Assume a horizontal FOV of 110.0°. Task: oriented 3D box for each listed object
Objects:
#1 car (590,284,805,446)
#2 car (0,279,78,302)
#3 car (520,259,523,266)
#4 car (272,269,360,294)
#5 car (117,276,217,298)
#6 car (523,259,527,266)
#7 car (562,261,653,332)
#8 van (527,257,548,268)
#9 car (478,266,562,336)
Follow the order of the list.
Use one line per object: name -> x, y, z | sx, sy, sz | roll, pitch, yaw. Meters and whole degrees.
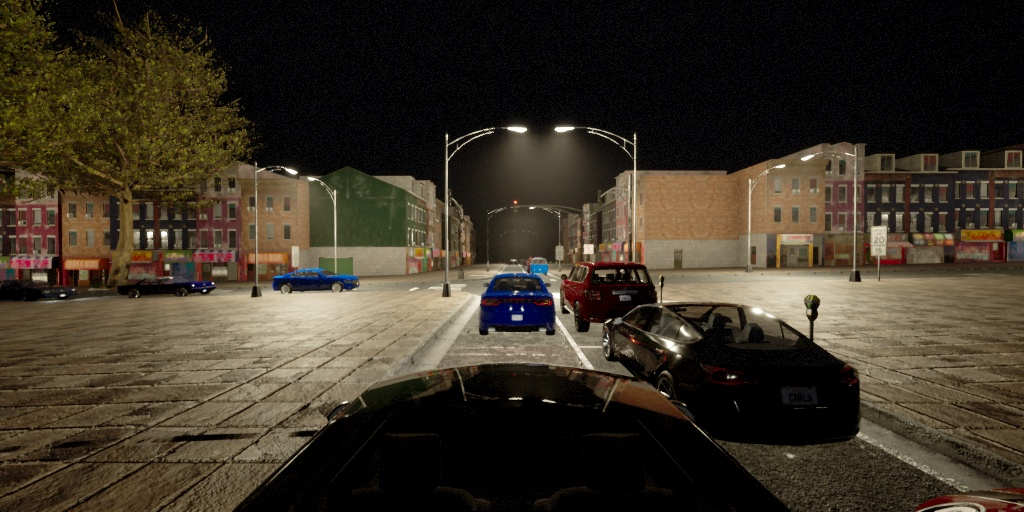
car -> 2.648, 1.315, 5.356 | 1.948, 1.339, 4.313 | 0, 0, 0
car -> -30.964, 2.180, 22.613 | 5.357, 1.411, 2.033 | -2, 1, 1
car -> 2.877, 1.358, 64.150 | 2.007, 1.370, 4.403 | 0, 0, 0
car -> -12.234, 1.542, 22.547 | 5.008, 1.535, 1.882 | -2, 1, -1
car -> -21.565, 1.940, 22.579 | 4.718, 1.301, 1.895 | -2, 1, 0
car -> 2.793, 1.085, 42.524 | 2.192, 1.841, 5.009 | 0, 0, 0
car -> 2.669, 1.064, 10.758 | 2.192, 1.841, 5.009 | 0, 0, 0
van -> 2.772, 1.105, 37.119 | 1.690, 1.789, 3.998 | 0, 0, 0
car -> 0.147, 1.227, 10.482 | 1.882, 1.535, 5.008 | 0, 0, 1
